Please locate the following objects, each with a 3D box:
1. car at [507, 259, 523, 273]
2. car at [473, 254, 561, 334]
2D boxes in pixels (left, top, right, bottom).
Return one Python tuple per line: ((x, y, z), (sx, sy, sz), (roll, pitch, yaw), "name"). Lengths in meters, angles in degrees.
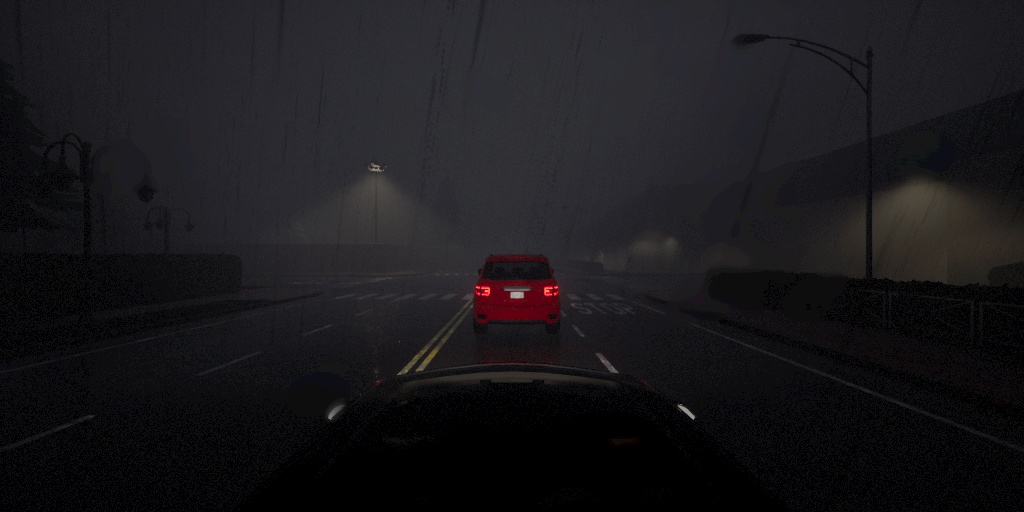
((0.356, 1.228, 45.593), (1.882, 1.535, 5.008), (0, 0, 1), "car")
((0.121, 0.971, 10.741), (2.150, 2.045, 5.566), (0, 0, 0), "car")
